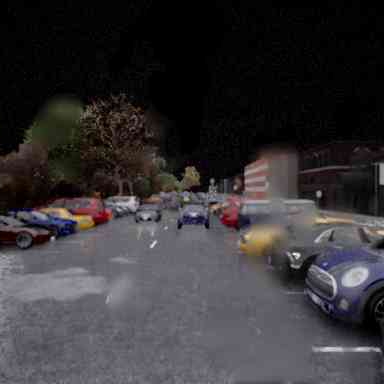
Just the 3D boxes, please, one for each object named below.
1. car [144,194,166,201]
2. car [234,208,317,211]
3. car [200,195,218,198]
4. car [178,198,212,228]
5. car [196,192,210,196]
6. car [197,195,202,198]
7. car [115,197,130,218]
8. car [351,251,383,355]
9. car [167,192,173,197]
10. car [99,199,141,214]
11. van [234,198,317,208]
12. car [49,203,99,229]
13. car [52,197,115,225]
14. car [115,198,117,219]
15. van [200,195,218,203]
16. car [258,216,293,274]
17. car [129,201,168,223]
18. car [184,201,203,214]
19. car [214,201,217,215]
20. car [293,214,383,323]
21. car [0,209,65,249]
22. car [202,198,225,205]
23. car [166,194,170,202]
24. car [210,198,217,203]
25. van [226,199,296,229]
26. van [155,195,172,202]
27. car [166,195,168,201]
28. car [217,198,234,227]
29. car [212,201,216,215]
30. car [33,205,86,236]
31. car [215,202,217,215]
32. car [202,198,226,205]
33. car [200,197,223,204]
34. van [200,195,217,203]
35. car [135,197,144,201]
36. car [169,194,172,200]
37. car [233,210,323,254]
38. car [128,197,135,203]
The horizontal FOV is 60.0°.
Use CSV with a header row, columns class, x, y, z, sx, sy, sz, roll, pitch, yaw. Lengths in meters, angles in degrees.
class,x,y,z,sx,sy,sz,roll,pitch,yaw
car,-8.178,1.742,68.545,4.553,1.767,2.185,0,0,0
car,4.547,1.615,14.651,4.892,1.521,2.231,0,-1,0
car,4.325,1.859,62.893,4.792,1.488,2.163,0,0,0
car,0.103,1.565,23.870,2.097,1.767,4.553,0,0,0
car,4.429,1.691,79.850,5.566,2.045,2.435,0,0,0
car,4.192,1.883,71.372,5.366,1.575,1.946,0,0,0
car,-8.569,1.631,31.227,4.553,1.767,2.185,0,0,0
car,4.537,1.554,3.518,4.674,1.452,2.002,0,-1,0
car,-8.132,1.727,85.363,5.566,2.045,2.435,0,0,0
car,-8.506,1.703,39.707,4.553,1.767,2.185,0,0,0
van,4.658,1.412,17.437,4.442,1.987,1.878,0,0,0
car,-8.724,1.658,20.087,5.366,1.575,1.946,0,0,0
car,-8.566,1.434,22.874,5.566,2.045,2.435,0,0,0
car,-8.507,1.584,25.782,4.553,1.767,2.185,0,0,0
van,4.292,1.735,82.675,4.442,1.987,1.878,0,0,0
car,4.534,1.566,9.085,4.892,1.521,2.231,0,-1,0
car,-3.515,1.739,27.728,2.128,1.511,4.902,0,-1,0
car,0.279,1.920,41.892,2.033,1.411,5.357,0,-1,4
car,4.571,1.763,28.567,4.792,1.488,2.163,0,0,0
car,4.572,1.415,6.302,4.553,1.767,2.185,0,-1,0
car,-8.509,1.644,14.641,4.792,1.488,2.163,0,-1,0
car,4.367,1.907,68.545,4.674,1.452,2.002,0,0,0
car,-8.191,1.925,77.016,4.892,1.521,2.231,0,0,0
car,4.728,1.801,36.917,5.366,1.575,1.946,0,0,0
van,4.658,1.459,22.879,4.442,1.987,1.878,0,0,0
van,-8.014,1.738,93.975,4.442,1.987,1.878,0,1,0
car,-8.197,1.885,71.244,5.008,1.535,2.097,0,0,0
car,4.570,1.411,20.220,5.566,2.045,2.435,0,0,0
car,4.540,1.797,31.350,4.674,1.452,2.002,0,0,0
car,-8.544,1.639,17.427,5.008,1.535,2.097,0,-1,0
car,4.548,1.710,25.784,4.892,1.521,2.231,0,0,0
car,4.360,1.888,65.720,4.674,1.452,2.002,0,0,0
car,4.391,1.904,74.197,5.008,1.535,2.097,0,0,0
van,4.308,1.768,88.206,4.442,1.987,1.878,0,0,0
car,-8.566,1.554,36.923,5.566,2.045,2.435,0,0,0
car,-8.138,1.990,82.538,4.792,1.488,2.163,0,0,0
car,4.355,1.586,11.868,5.366,1.575,1.946,0,-1,0
car,-8.568,1.654,34.012,4.553,1.767,2.185,0,0,0
